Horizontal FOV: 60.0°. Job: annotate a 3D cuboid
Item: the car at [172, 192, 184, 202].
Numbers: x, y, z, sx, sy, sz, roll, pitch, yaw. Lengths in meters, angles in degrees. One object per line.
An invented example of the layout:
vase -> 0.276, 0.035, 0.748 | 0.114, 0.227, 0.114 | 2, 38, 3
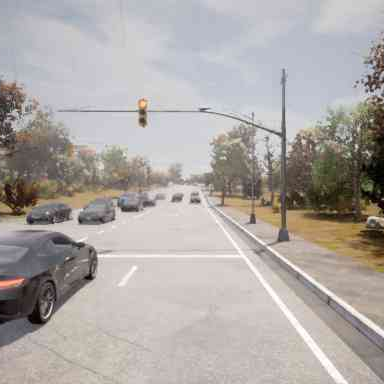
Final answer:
car -> -2.851, 1.009, 64.148 | 1.837, 1.490, 4.892 | 0, 3, 1

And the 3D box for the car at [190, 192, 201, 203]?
car -> 0.618, 1.284, 60.605 | 1.895, 1.301, 4.718 | 0, 3, 1

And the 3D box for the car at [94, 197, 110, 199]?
car -> -10.295, 1.351, 37.455 | 2.097, 1.767, 4.553 | 0, 0, 1

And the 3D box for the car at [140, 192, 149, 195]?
car -> -9.918, 0.818, 68.104 | 1.837, 1.490, 4.892 | 0, 3, 1

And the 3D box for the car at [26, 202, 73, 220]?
car -> -10.415, 1.505, 24.657 | 1.837, 1.490, 4.892 | 0, 0, 1

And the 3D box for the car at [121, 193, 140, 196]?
car -> -10.147, 1.179, 52.286 | 2.150, 2.045, 5.566 | 0, 1, 1

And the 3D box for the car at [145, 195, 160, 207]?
car -> -6.654, 1.569, 51.761 | 1.895, 1.301, 4.718 | 0, 1, 1

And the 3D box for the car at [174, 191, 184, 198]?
car -> -2.853, 0.587, 74.082 | 1.895, 1.301, 4.718 | 0, 3, 1

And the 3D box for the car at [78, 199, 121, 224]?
car -> -6.915, 1.525, 24.638 | 1.812, 1.442, 4.674 | 0, 0, 1

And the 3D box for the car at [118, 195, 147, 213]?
car -> -6.790, 1.477, 38.024 | 1.882, 1.535, 5.008 | 0, 0, 1

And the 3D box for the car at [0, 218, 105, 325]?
car -> -3.400, 1.526, 7.007 | 1.812, 1.442, 4.674 | 0, 0, -1

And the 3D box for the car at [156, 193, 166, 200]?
car -> -6.416, 0.867, 68.133 | 1.994, 1.385, 4.181 | 0, 3, 1
